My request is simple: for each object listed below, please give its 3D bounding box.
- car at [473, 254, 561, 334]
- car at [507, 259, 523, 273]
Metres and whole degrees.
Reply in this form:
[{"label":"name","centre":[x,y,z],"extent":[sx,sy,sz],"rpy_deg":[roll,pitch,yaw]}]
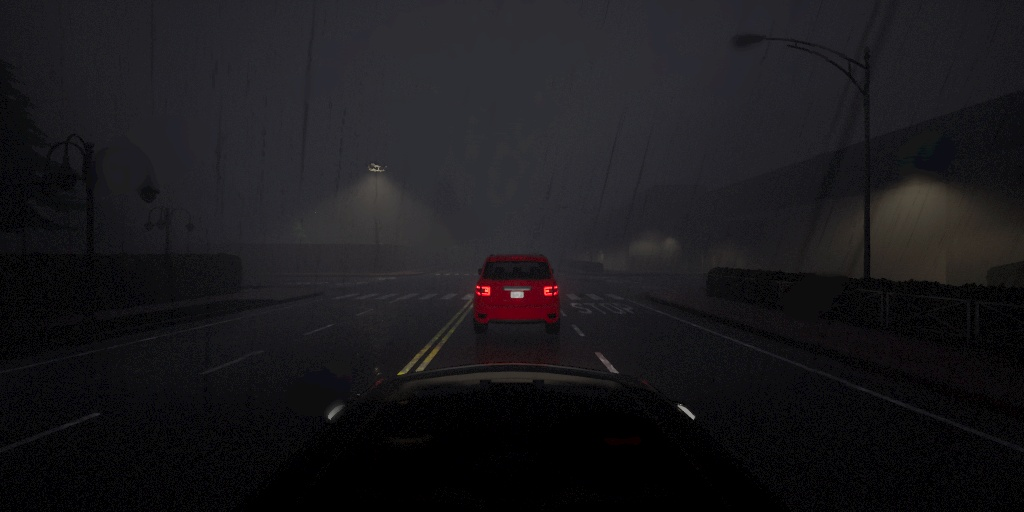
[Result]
[{"label":"car","centre":[0.124,0.971,10.800],"extent":[2.150,2.045,5.566],"rpy_deg":[0,0,0]},{"label":"car","centre":[0.368,1.228,45.650],"extent":[1.882,1.535,5.008],"rpy_deg":[0,0,1]}]
